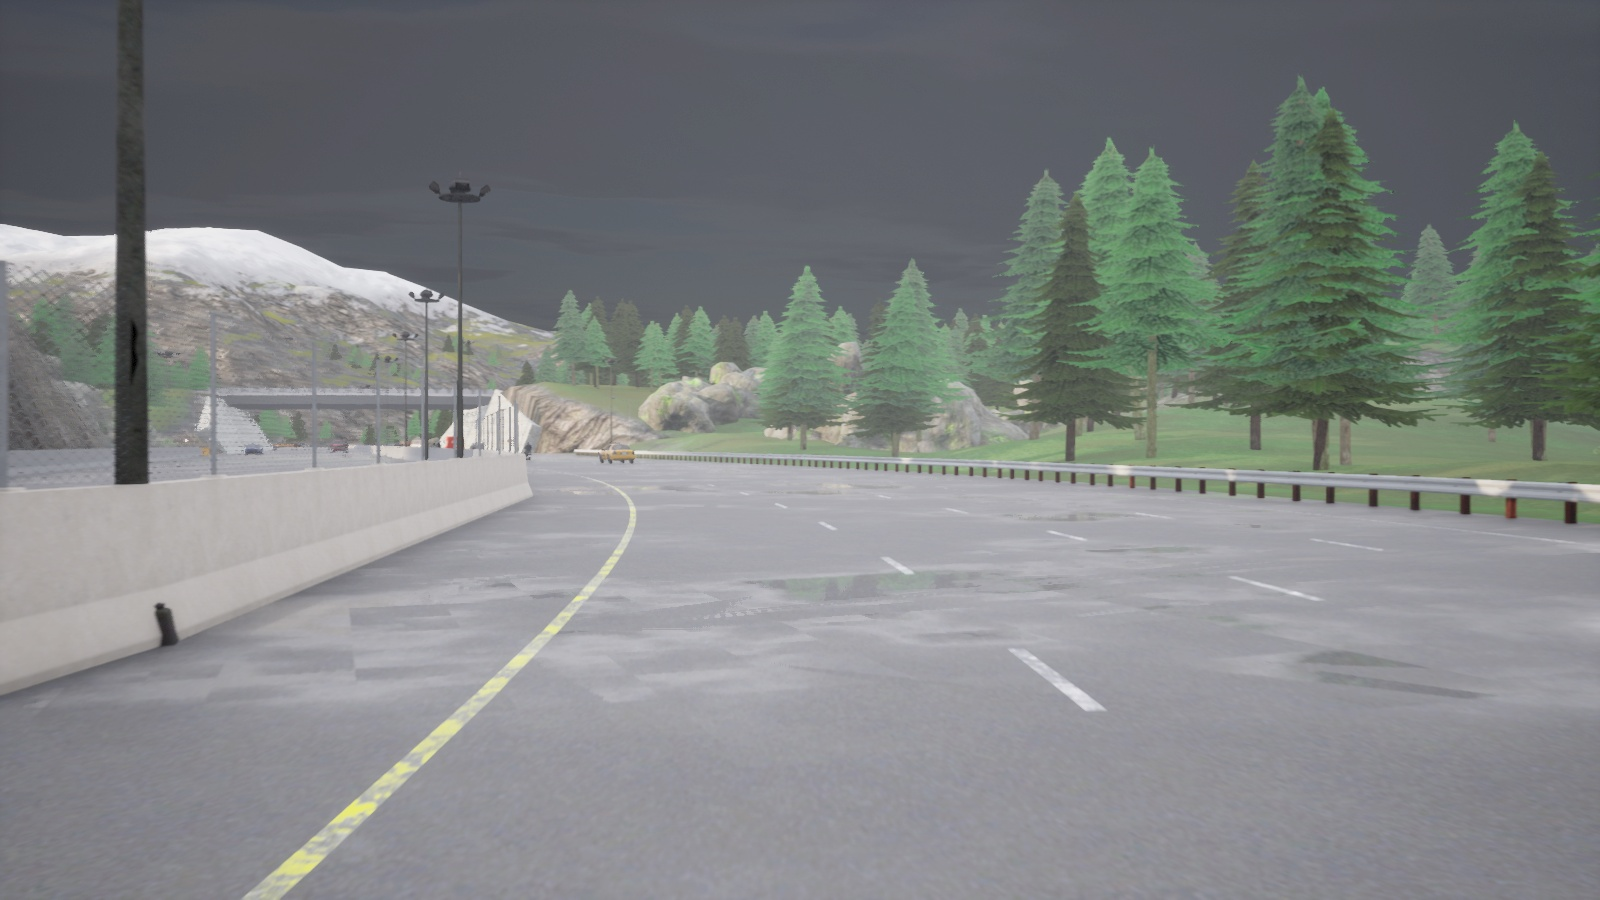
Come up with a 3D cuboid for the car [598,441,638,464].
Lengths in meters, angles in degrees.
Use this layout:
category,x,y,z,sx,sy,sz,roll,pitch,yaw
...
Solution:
category,x,y,z,sx,sy,sz,roll,pitch,yaw
car,-13.401,0.167,92.111,1.801,1.575,5.366,0,0,-21
